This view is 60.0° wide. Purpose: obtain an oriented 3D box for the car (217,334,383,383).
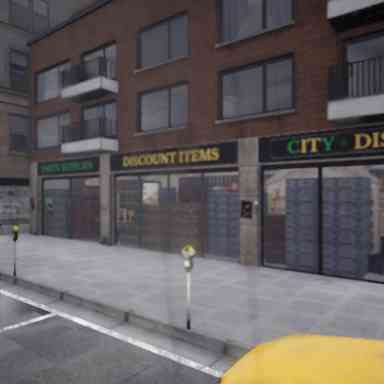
[{"bbox_3d":[2.443,1.453,1.467,5.366,1.575,1.801,0,0,37],"label":"car"}]
